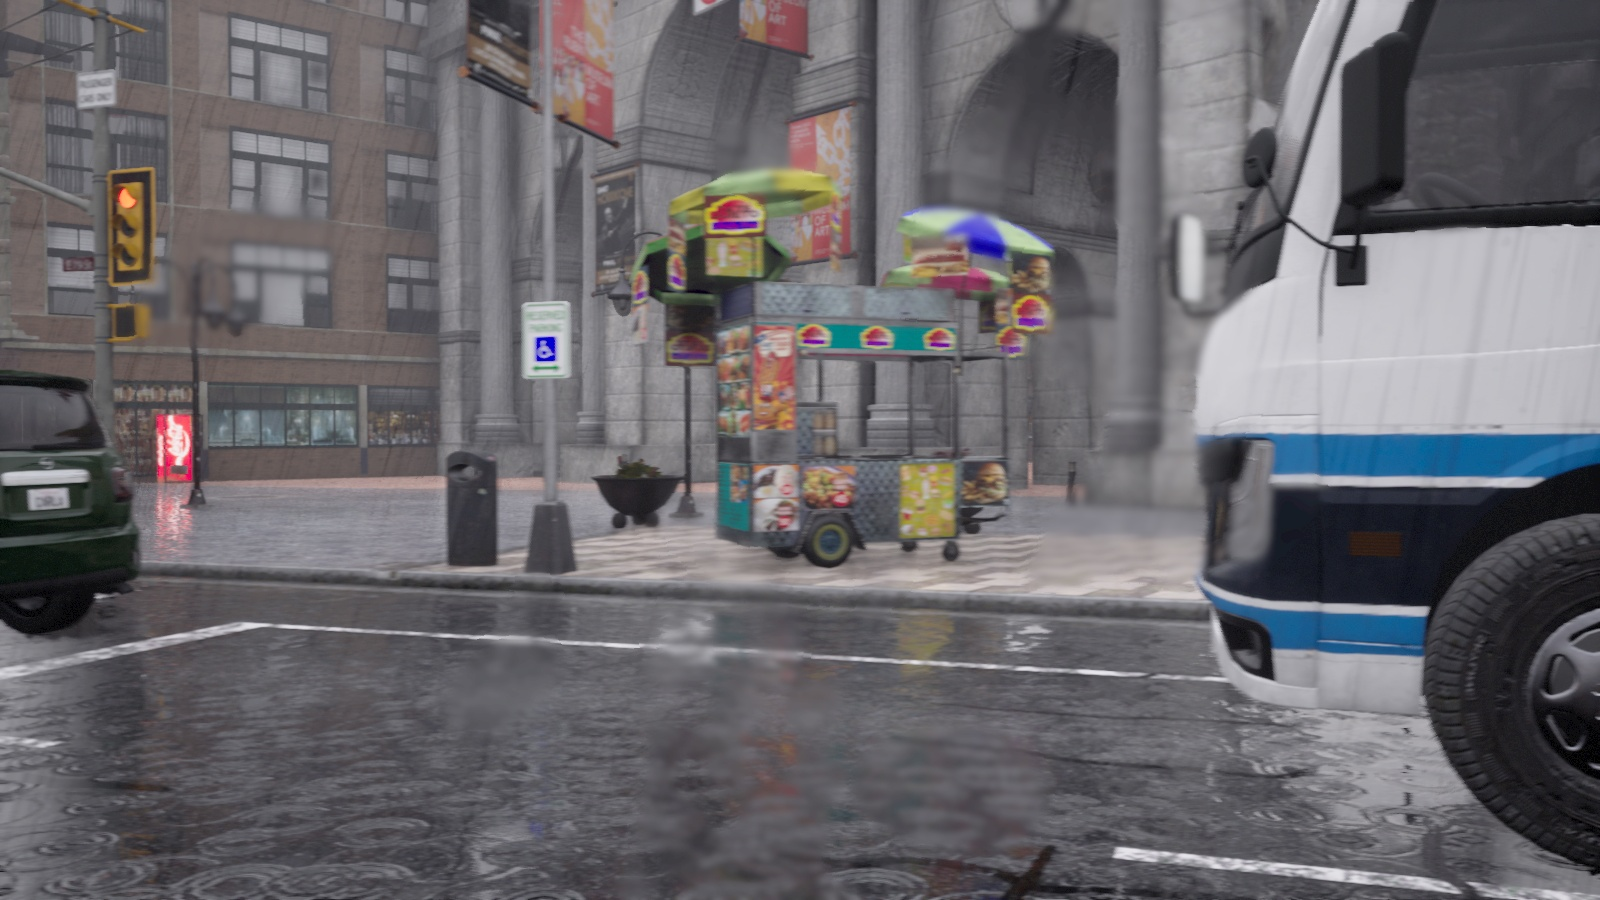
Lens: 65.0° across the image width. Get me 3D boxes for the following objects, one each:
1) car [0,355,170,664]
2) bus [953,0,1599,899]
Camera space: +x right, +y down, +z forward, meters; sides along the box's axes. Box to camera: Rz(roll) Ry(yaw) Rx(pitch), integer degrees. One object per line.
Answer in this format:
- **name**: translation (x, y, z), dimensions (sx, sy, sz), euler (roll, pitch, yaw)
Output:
- **car**: translation (-7.825, 0.364, 9.519), dimensions (5.566, 2.045, 2.150), euler (1, 1, 19)
- **bus**: translation (6.072, -0.604, 4.820), dimensions (10.273, 4.253, 3.944), euler (1, 1, 19)
